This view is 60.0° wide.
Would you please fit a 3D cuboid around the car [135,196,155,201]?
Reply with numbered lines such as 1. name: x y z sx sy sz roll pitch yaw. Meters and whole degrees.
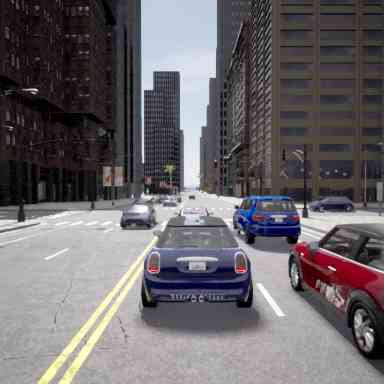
1. car: -6.600 1.460 43.666 2.128 1.511 4.902 0 0 0

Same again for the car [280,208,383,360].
1. car: 3.345 1.349 6.125 2.097 1.767 4.553 0 0 0

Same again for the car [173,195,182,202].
1. car: -3.251 1.509 75.613 1.994 1.385 4.181 0 0 0

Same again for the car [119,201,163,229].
1. car: -3.351 1.531 21.862 2.033 1.411 5.357 0 0 0

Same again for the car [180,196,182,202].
1. car: -3.298 1.524 64.779 1.994 1.385 4.181 0 0 0

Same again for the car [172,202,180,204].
1. car: 0.093 1.480 17.021 2.128 1.511 4.902 0 0 0

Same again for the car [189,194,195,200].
1. car: -0.001 1.456 92.237 1.837 1.490 4.892 0 0 0

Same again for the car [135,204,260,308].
1. car: 0.095 1.348 8.084 2.097 1.767 4.553 0 0 0

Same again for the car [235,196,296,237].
1. car: 3.352 1.211 15.835 2.150 2.045 5.566 0 0 -2

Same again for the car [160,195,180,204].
1. car: -3.346 1.565 51.531 1.895 1.301 4.718 0 0 3

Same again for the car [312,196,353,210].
1. car: 16.678 1.323 39.578 4.097 1.590 1.967 0 1 0

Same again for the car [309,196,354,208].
1. car: 15.352 1.277 36.877 4.553 1.767 2.097 0 1 -1

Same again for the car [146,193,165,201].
1. car: -6.575 1.452 60.210 2.128 1.511 4.902 0 0 0

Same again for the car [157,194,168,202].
1. car: -6.502 1.312 73.011 2.097 1.767 4.553 0 0 0
